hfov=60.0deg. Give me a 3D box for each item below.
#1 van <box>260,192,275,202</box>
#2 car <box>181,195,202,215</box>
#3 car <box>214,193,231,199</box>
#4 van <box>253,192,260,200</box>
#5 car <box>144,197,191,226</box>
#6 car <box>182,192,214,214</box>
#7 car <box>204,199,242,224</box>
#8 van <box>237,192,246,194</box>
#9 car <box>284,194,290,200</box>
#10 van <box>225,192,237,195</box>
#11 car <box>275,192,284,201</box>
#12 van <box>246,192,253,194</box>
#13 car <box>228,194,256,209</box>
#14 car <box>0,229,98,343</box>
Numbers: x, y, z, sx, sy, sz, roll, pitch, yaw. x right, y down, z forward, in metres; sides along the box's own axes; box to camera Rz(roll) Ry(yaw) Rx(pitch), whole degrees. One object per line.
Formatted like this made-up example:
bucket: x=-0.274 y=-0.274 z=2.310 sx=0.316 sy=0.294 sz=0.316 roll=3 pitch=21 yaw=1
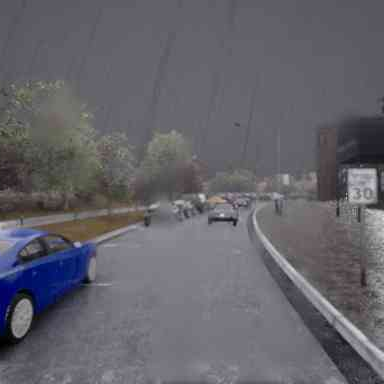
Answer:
van: x=16.578 y=1.136 z=74.984 sx=1.878 sy=1.987 sz=4.442 roll=-3 pitch=0 yaw=28
car: x=-0.866 y=1.355 z=27.902 sx=2.231 sy=1.521 sz=4.892 roll=-3 pitch=0 yaw=11
car: x=3.254 y=1.291 z=44.351 sx=1.946 sy=1.575 sz=5.366 roll=-3 pitch=0 yaw=19
van: x=11.365 y=1.090 z=65.087 sx=1.878 sy=1.987 sz=4.442 roll=-3 pitch=0 yaw=24
car: x=-1.825 y=1.380 z=22.393 sx=2.231 sy=1.521 sz=4.892 roll=-3 pitch=0 yaw=10
car: x=0.280 y=1.077 z=33.408 sx=2.435 sy=2.045 sz=5.566 roll=-3 pitch=0 yaw=13
car: x=2.248 y=1.437 z=23.285 sx=1.994 sy=1.385 sz=4.181 roll=0 pitch=0 yaw=9
van: x=6.927 y=1.066 z=54.836 sx=1.878 sy=1.987 sz=4.442 roll=-3 pitch=0 yaw=22
car: x=22.431 y=1.448 z=84.370 sx=2.002 sy=1.452 sz=4.674 roll=-2 pitch=0 yaw=33
van: x=4.968 y=1.064 z=49.595 sx=1.878 sy=1.987 sz=4.442 roll=-3 pitch=0 yaw=17
car: x=19.403 y=1.137 z=79.706 sx=2.435 sy=2.045 sz=5.566 roll=-2 pitch=0 yaw=29
van: x=9.064 y=1.075 z=60.003 sx=1.878 sy=1.987 sz=4.442 roll=-3 pitch=0 yaw=22
car: x=6.243 y=1.329 z=40.925 sx=2.033 sy=1.411 sz=5.357 roll=-1 pitch=0 yaw=16
car: x=-3.385 y=1.446 z=6.429 sx=2.097 sy=1.535 sz=5.008 roll=0 pitch=1 yaw=3
